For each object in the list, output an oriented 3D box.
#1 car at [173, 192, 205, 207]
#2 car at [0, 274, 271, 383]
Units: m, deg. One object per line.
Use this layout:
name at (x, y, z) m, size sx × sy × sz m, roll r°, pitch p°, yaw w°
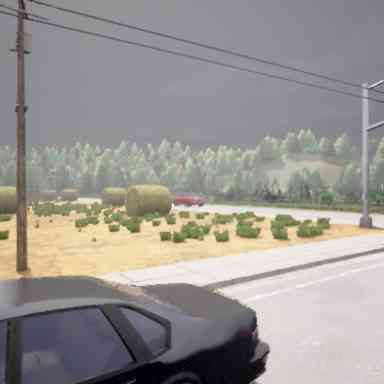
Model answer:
car at (-0.474, 1.051, 45.094) m, size 2.150 × 2.045 × 5.566 m, roll 0°, pitch 0°, yaw -32°
car at (-1.719, 1.547, 2.750) m, size 5.357 × 1.411 × 2.033 m, roll 0°, pitch 0°, yaw -35°
